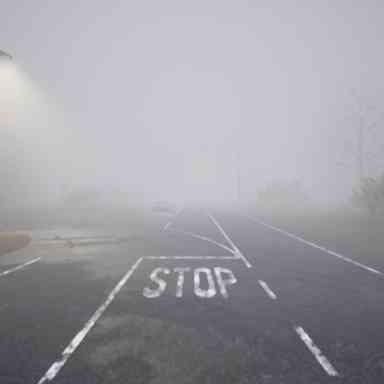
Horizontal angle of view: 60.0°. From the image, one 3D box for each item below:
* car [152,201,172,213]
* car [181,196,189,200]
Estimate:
[{"bbox_3d":[-3.389,1.670,37.916,1.994,1.385,4.181,0,0,0],"label":"car"},{"bbox_3d":[-2.138,1.776,95.394,1.895,1.301,4.718,0,0,7],"label":"car"}]
